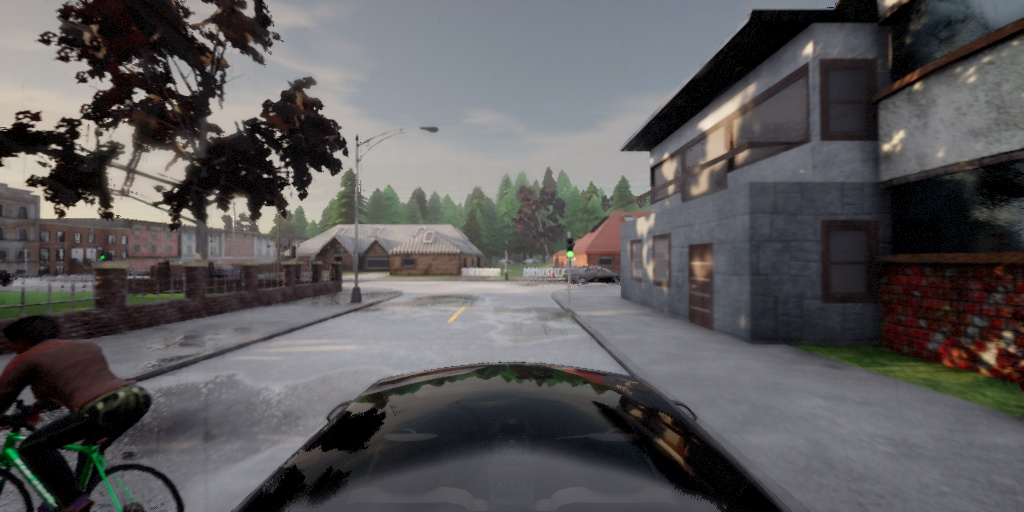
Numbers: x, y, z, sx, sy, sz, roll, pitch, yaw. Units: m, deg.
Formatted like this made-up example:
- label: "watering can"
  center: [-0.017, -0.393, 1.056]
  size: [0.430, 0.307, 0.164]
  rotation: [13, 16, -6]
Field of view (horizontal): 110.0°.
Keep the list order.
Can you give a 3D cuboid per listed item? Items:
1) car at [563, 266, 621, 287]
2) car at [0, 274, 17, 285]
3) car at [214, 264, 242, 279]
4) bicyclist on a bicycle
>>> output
- label: "car"
  center: [6.403, 1.517, 27.416]
  size: [4.902, 1.511, 2.128]
  rotation: [0, -1, -6]
- label: "car"
  center: [-41.292, 1.618, 27.369]
  size: [4.718, 1.301, 1.895]
  rotation: [0, -1, 0]
- label: "car"
  center: [-21.934, 1.375, 27.247]
  size: [4.553, 1.767, 2.097]
  rotation: [0, -1, 0]
- label: "bicyclist on a bicycle"
  center: [-2.917, 1.208, 2.297]
  size: [1.656, 1.620, 0.582]
  rotation: [0, -1, 0]
